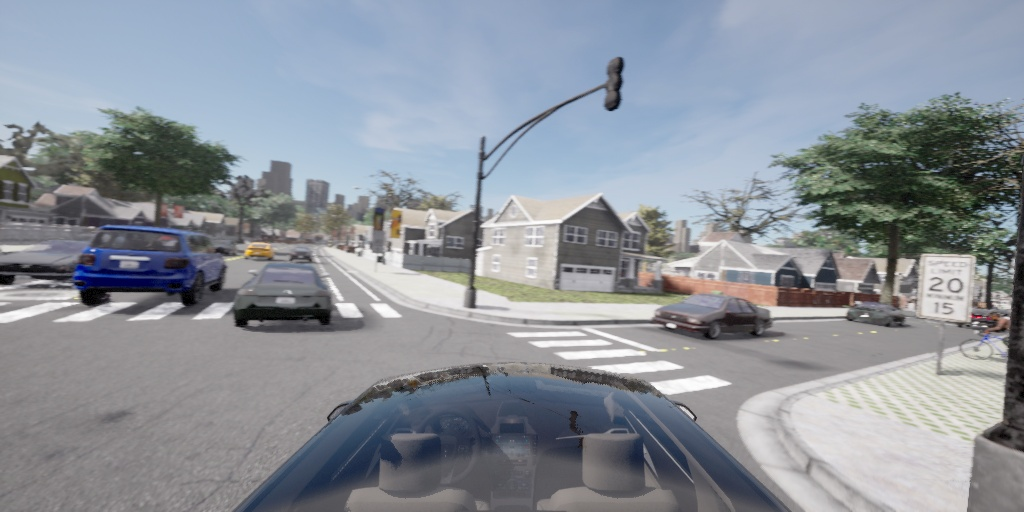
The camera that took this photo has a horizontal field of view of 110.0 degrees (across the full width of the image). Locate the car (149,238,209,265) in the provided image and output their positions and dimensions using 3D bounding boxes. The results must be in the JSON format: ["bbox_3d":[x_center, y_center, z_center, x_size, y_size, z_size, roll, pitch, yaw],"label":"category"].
[{"bbox_3d":[-21.617,-0.333,23.500,1.812,1.442,4.674,5,0,-30],"label":"car"}]

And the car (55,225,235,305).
[{"bbox_3d":[-10.325,0.200,10.756,2.150,2.045,5.566,5,0,-30],"label":"car"}]

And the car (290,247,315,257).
[{"bbox_3d":[-19.916,-0.166,33.943,1.812,1.442,4.674,5,0,-30],"label":"car"}]

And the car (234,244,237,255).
[{"bbox_3d":[-28.073,-0.828,34.778,1.837,1.490,4.892,5,1,-30],"label":"car"}]

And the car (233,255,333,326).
[{"bbox_3d":[-5.969,0.878,9.632,1.994,1.385,4.181,5,0,-30],"label":"car"}]

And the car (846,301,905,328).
[{"bbox_3d":[23.223,3.649,22.872,4.181,1.385,1.994,5,0,-31],"label":"car"}]

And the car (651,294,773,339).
[{"bbox_3d":[7.661,2.159,13.439,5.357,1.411,2.033,5,0,-31],"label":"car"}]

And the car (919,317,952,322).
[{"bbox_3d":[37.438,4.733,31.373,4.892,1.490,1.837,5,0,-31],"label":"car"}]

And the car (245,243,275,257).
[{"bbox_3d":[-23.205,-0.474,33.165,1.882,1.535,5.008,5,0,-30],"label":"car"}]

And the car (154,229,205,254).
[{"bbox_3d":[-31.350,-1.365,34.020,2.150,2.045,5.566,5,0,-30],"label":"car"}]

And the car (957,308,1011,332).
[{"bbox_3d":[34.631,4.652,26.410,4.892,1.490,1.837,5,0,-31],"label":"car"}]

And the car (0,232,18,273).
[{"bbox_3d":[-18.157,-0.106,10.939,1.812,1.442,4.674,5,0,-30],"label":"car"}]

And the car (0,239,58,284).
[{"bbox_3d":[-15.414,0.136,12.667,2.033,1.411,5.357,5,0,-30],"label":"car"}]

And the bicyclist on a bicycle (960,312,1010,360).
[{"bbox_3d":[15.517,2.623,11.351,0.582,1.620,1.656,5,-1,-31],"label":"bicyclist on a bicycle"}]
